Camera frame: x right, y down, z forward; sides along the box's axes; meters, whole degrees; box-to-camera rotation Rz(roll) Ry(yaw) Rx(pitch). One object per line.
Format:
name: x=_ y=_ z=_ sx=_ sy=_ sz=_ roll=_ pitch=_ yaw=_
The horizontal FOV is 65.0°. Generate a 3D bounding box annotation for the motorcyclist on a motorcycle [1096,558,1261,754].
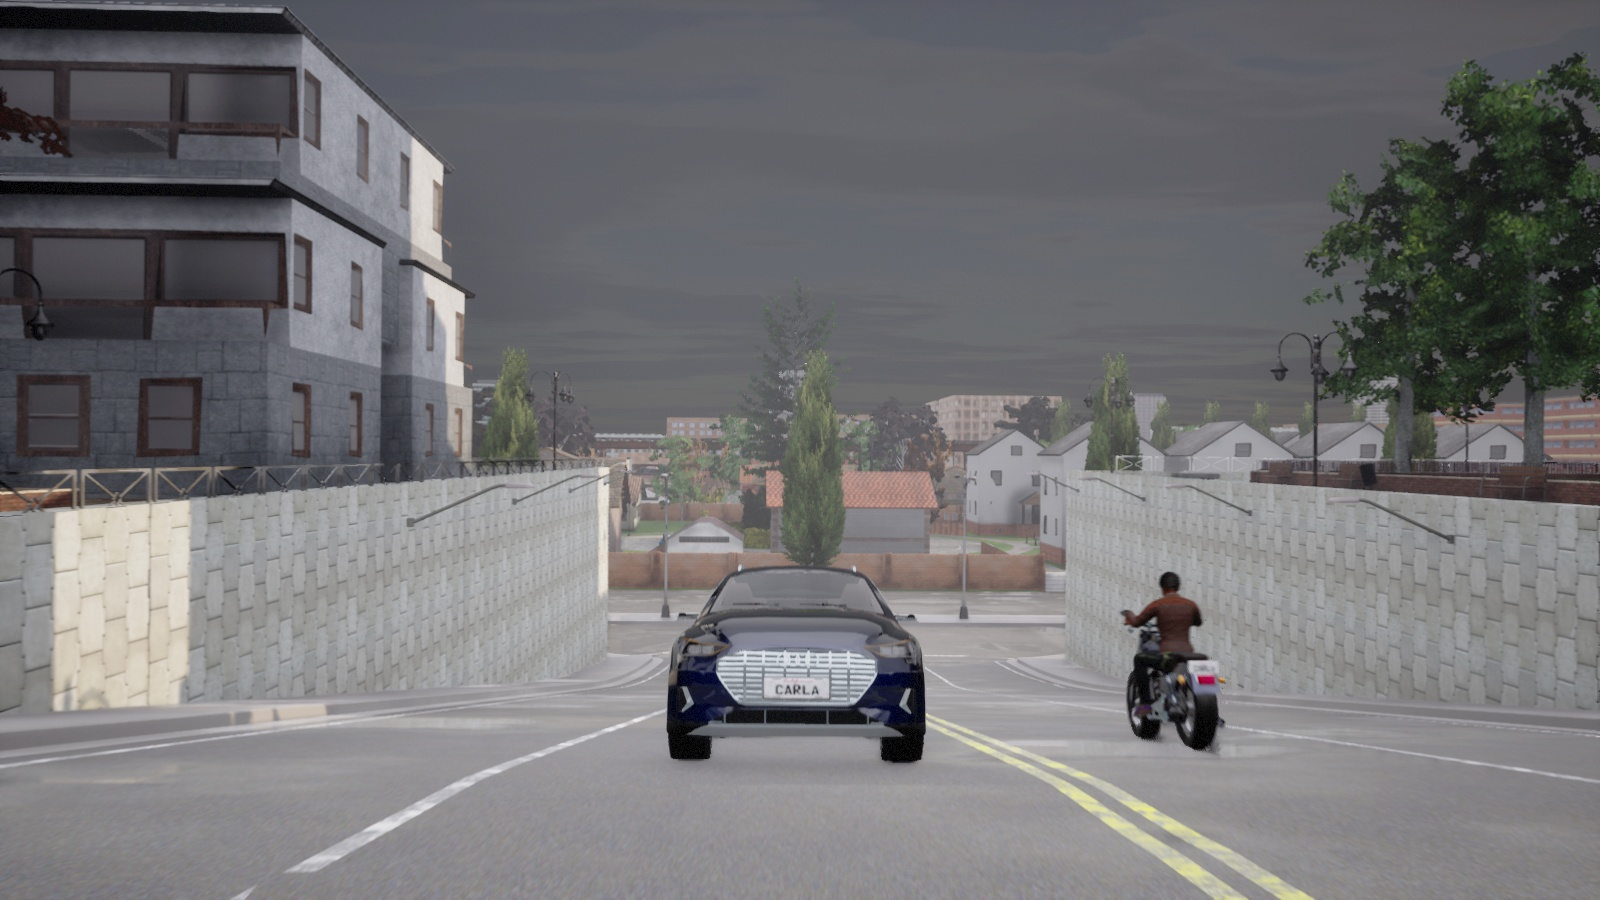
motorcyclist on a motorcycle: x=3.498 y=1.952 z=11.881 sx=0.766 sy=1.649 sz=2.350 roll=0 pitch=-10 yaw=0

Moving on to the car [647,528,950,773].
car: x=-0.015 y=1.777 z=10.971 sx=2.033 sy=1.649 sz=4.856 roll=0 pitch=-10 yaw=0
